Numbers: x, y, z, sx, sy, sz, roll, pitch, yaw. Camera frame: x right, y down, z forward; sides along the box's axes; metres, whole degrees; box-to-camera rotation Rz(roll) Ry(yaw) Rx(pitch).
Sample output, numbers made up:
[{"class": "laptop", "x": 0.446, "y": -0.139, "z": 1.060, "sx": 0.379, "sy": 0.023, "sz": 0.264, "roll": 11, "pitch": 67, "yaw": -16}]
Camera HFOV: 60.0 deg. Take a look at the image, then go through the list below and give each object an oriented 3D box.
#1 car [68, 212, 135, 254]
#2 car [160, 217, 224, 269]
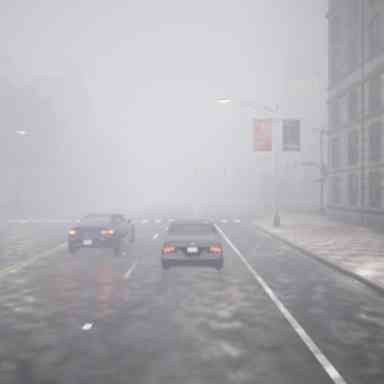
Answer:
[{"class": "car", "x": -3.499, "y": 1.529, "z": 13.437, "sx": 1.812, "sy": 1.442, "sz": 4.674, "roll": 0, "pitch": -1, "yaw": 0}, {"class": "car", "x": 0.006, "y": 1.549, "z": 11.144, "sx": 2.033, "sy": 1.411, "sz": 5.357, "roll": 0, "pitch": 0, "yaw": 0}]
